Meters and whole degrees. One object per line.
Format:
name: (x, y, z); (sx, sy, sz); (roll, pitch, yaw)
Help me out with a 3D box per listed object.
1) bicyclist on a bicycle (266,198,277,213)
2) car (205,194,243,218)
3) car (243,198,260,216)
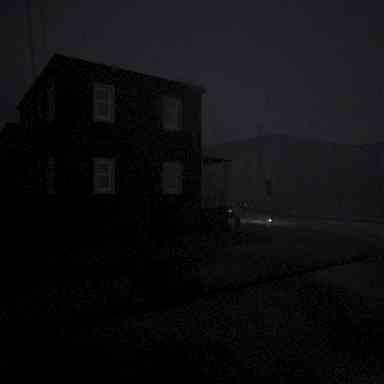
bicyclist on a bicycle: (8.322, 1.348, 34.790); (1.656, 1.620, 0.582); (0, 0, -35)
car: (1.575, 1.221, 29.786); (2.150, 2.045, 5.566); (0, 0, -35)
car: (4.463, 1.352, 32.924); (2.097, 1.767, 4.553); (0, 0, -35)
